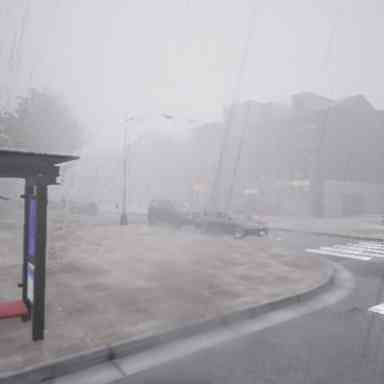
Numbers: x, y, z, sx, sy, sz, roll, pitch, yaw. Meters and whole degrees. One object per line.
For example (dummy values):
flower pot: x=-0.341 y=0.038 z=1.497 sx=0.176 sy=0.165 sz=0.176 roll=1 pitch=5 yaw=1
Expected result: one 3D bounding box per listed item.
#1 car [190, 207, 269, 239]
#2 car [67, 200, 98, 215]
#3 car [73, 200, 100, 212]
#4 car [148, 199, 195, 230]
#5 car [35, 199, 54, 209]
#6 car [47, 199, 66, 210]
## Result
car: x=2.083 y=1.635 z=17.640 sx=1.947 sy=1.339 sz=4.313 roll=0 pitch=-1 yaw=-36
car: x=-12.018 y=1.724 z=37.006 sx=1.837 sy=1.490 sz=4.892 roll=2 pitch=-1 yaw=-36
car: x=-14.310 y=1.843 z=44.967 sx=2.128 sy=1.511 sz=4.902 roll=2 pitch=-1 yaw=-35
car: x=-1.139 y=1.416 z=22.125 sx=2.192 sy=1.841 sz=5.009 roll=1 pitch=-1 yaw=-36
car: x=-23.813 y=1.872 z=53.518 sx=1.967 sy=1.590 sz=4.097 roll=1 pitch=-1 yaw=-36
car: x=-20.574 y=1.805 z=49.035 sx=1.967 sy=1.590 sz=4.097 roll=1 pitch=-1 yaw=-36
